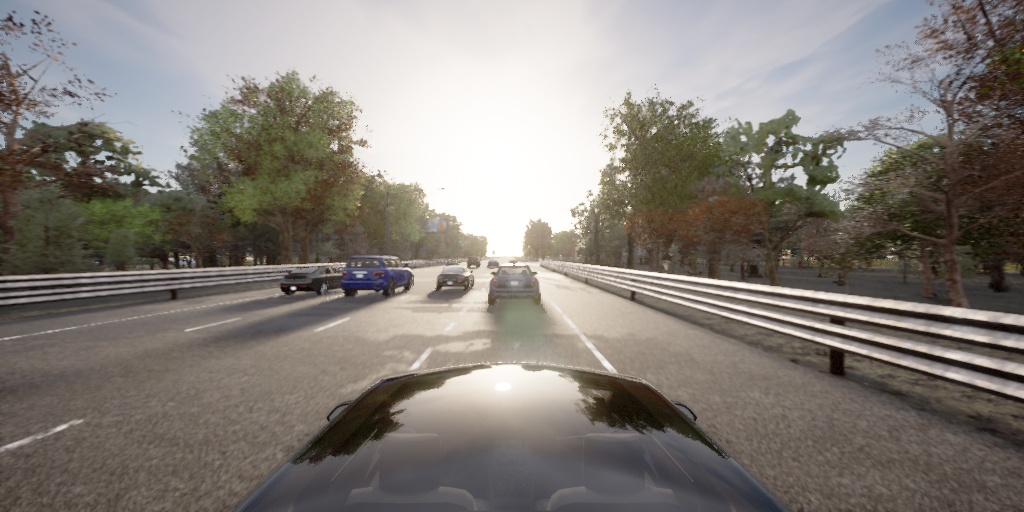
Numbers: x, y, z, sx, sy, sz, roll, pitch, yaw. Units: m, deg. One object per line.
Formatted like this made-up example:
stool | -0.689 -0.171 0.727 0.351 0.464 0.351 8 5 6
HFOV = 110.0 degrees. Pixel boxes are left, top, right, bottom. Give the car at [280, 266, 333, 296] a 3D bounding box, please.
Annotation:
car | -10.400 1.274 19.483 1.837 1.490 4.892 0 0 0

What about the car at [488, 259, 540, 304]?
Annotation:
car | 0.101 1.117 16.532 2.097 1.767 4.553 0 0 0

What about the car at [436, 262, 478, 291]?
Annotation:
car | -3.399 1.297 21.981 1.812 1.442 4.674 0 0 0

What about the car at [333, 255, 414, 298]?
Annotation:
car | -6.899 0.990 18.936 2.150 2.045 5.566 0 0 0

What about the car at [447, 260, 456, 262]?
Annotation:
car | -10.398 1.420 62.913 1.895 1.301 4.718 0 0 0
